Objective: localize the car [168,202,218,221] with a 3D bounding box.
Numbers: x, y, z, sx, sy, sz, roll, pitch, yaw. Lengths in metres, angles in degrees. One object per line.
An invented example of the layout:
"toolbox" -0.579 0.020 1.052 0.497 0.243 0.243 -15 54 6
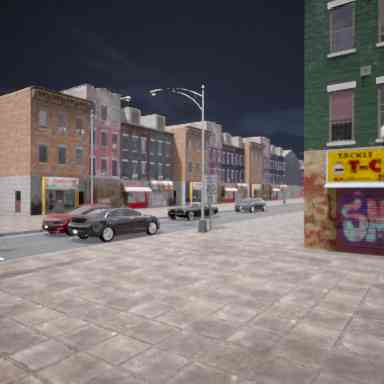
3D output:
"car" 0.124 1.472 26.280 1.895 1.301 4.718 0 0 36

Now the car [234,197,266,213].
"car" 6.157 1.322 34.670 1.837 1.490 4.892 0 0 36

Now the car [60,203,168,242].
"car" -3.586 1.443 16.197 1.837 1.490 4.892 0 0 36

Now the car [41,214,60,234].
"car" -5.657 1.402 18.189 1.882 1.535 5.008 0 0 34
